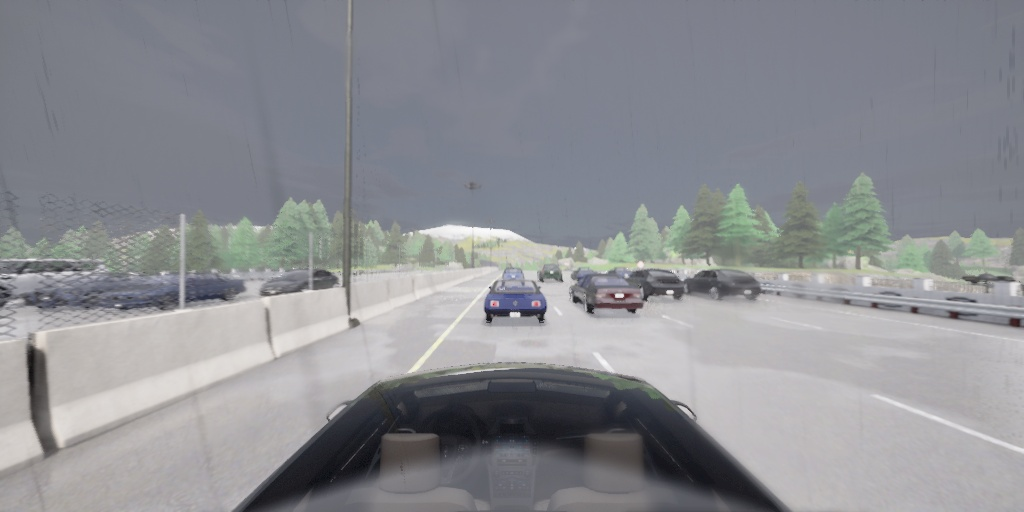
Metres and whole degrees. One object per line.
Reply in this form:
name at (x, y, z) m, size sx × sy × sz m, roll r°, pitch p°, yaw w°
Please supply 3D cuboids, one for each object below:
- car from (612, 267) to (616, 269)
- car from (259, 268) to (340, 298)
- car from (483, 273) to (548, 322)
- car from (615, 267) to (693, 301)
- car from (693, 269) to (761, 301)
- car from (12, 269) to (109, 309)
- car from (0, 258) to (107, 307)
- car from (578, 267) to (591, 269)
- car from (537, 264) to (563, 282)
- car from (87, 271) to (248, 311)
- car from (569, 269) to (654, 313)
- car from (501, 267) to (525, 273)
car at (10.593, 1.783, 35.463) m, size 1.994 × 1.385 × 4.181 m, roll 0°, pitch -1°, yaw 0°
car at (-10.603, 1.408, 18.342) m, size 1.837 × 1.490 × 4.892 m, roll 0°, pitch -1°, yaw 0°
car at (0.098, 1.440, 12.608) m, size 1.895 × 1.301 × 4.718 m, roll 0°, pitch -1°, yaw 0°
car at (7.097, 1.410, 18.526) m, size 1.837 × 1.490 × 4.892 m, roll 0°, pitch -1°, yaw 0°
car at (10.596, 1.411, 18.545) m, size 1.837 × 1.490 × 4.892 m, roll 0°, pitch -1°, yaw 0°
car at (-17.603, 1.432, 15.503) m, size 1.994 × 1.385 × 4.181 m, roll 0°, pitch -1°, yaw 0°
car at (-21.102, 1.094, 15.616) m, size 2.150 × 2.045 × 5.566 m, roll 0°, pitch -1°, yaw 0°
car at (7.093, 1.785, 35.567) m, size 1.994 × 1.385 × 4.181 m, roll 0°, pitch -1°, yaw 0°
car at (3.594, 1.551, 34.613) m, size 2.097 × 1.767 × 4.553 m, roll 0°, pitch -1°, yaw 0°
car at (-14.104, 1.416, 15.506) m, size 2.033 × 1.411 × 5.357 m, roll 0°, pitch -1°, yaw 0°
car at (3.597, 1.406, 14.516) m, size 2.033 × 1.411 × 5.357 m, roll 0°, pitch -1°, yaw 0°
car at (0.095, 1.635, 29.484) m, size 2.033 × 1.411 × 5.357 m, roll 0°, pitch -1°, yaw 0°
